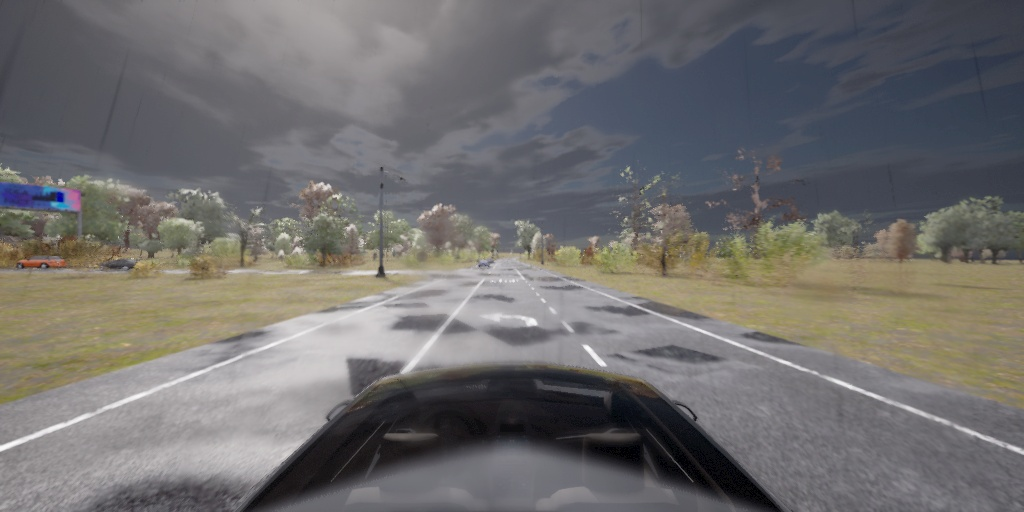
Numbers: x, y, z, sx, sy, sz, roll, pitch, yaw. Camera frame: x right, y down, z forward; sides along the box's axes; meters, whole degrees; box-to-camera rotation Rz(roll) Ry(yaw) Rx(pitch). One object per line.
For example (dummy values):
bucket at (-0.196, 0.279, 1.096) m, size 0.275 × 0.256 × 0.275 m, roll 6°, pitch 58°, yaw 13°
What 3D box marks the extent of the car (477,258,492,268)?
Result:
car at (-4.825, 1.315, 61.849) m, size 1.812 × 1.442 × 4.674 m, roll 0°, pitch 0°, yaw -1°
